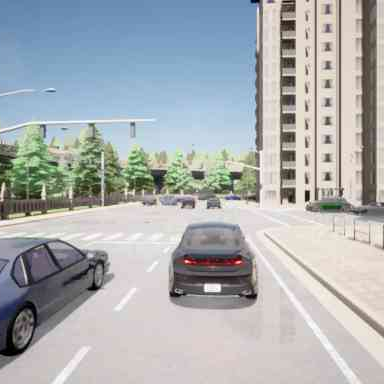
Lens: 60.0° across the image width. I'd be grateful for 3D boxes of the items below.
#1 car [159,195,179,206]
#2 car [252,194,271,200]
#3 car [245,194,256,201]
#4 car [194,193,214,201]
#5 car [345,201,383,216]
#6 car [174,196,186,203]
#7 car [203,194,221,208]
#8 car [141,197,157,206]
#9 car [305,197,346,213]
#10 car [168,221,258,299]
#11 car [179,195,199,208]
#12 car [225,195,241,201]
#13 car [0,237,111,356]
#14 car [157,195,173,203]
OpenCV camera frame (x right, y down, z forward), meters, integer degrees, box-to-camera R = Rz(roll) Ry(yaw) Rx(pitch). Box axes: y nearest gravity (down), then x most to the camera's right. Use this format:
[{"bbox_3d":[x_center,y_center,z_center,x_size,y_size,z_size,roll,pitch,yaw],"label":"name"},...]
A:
[{"bbox_3d":[-3.674,1.347,53.793,2.097,1.767,4.553,0,0,4],"label":"car"},{"bbox_3d":[19.018,1.346,91.088,4.553,1.767,2.097,0,0,-20],"label":"car"},{"bbox_3d":[15.698,1.492,85.357,4.892,1.490,1.837,0,0,-34],"label":"car"},{"bbox_3d":[3.655,1.217,83.327,2.150,2.045,5.566,0,0,34],"label":"car"},{"bbox_3d":[18.355,1.653,33.188,4.718,1.301,1.895,0,0,3],"label":"car"},{"bbox_3d":[-2.438,1.591,68.861,1.895,1.301,4.718,0,0,6],"label":"car"},{"bbox_3d":[3.086,1.486,46.899,2.128,1.511,4.902,0,0,4],"label":"car"},{"bbox_3d":[-7.072,1.542,55.572,2.033,1.411,5.357,0,0,4],"label":"car"},{"bbox_3d":[15.012,1.404,36.866,4.553,1.767,2.097,0,0,3],"label":"car"},{"bbox_3d":[0.546,1.504,8.488,1.837,1.490,4.892,0,0,4],"label":"car"},{"bbox_3d":[-0.403,1.500,47.198,1.837,1.490,4.892,0,0,4],"label":"car"},{"bbox_3d":[10.584,1.516,85.780,4.674,1.442,1.812,0,0,-38],"label":"car"},{"bbox_3d":[-3.138,1.547,6.033,2.033,1.411,5.357,0,0,4],"label":"car"},{"bbox_3d":[-5.693,1.518,70.589,2.128,1.511,4.902,0,0,11],"label":"car"}]
